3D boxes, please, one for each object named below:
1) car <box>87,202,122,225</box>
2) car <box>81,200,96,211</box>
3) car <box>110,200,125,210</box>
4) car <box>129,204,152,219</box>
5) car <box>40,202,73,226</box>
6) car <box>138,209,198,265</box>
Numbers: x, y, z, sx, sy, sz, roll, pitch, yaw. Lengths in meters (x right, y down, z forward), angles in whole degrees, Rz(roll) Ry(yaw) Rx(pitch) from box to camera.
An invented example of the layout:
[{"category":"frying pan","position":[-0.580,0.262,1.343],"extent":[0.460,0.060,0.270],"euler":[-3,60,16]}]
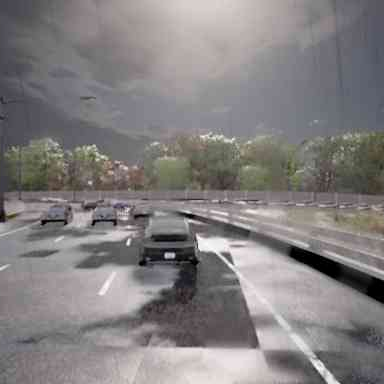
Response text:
[{"category":"car","position":[-6.717,1.731,25.615],"extent":[2.033,1.411,5.357],"euler":[0,0,-14]},{"category":"car","position":[-14.443,1.849,46.869],"extent":[1.837,1.490,4.892],"euler":[0,-1,-25]},{"category":"car","position":[-11.006,1.861,47.814],"extent":[1.812,1.442,4.674],"euler":[0,-1,-25]},{"category":"car","position":[-4.786,1.773,31.484],"extent":[1.994,1.385,4.181],"euler":[0,0,-16]},{"category":"car","position":[-10.310,1.748,25.598],"extent":[2.033,1.411,5.357],"euler":[0,0,-15]},{"category":"car","position":[-0.883,1.582,12.005],"extent":[1.837,1.490,4.892],"euler":[0,0,-6]}]
